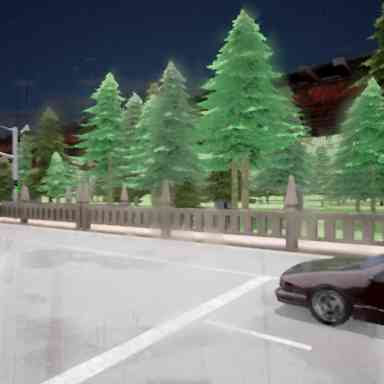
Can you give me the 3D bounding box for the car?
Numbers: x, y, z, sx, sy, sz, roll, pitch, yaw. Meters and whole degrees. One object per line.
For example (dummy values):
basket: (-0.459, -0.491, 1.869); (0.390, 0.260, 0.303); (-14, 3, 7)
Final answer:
car: (4.146, 1.545, 5.316); (5.357, 1.411, 2.033); (0, 0, 36)
